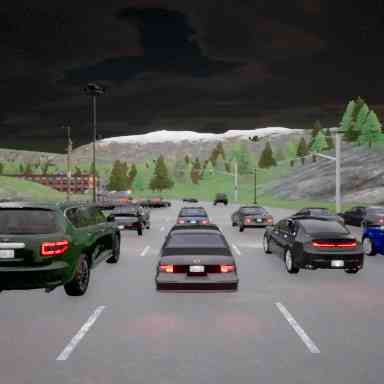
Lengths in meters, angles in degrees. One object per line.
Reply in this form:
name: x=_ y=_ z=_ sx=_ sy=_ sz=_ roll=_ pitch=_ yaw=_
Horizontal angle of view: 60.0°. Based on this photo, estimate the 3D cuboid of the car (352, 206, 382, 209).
car: x=10.528 y=1.547 z=20.036 sx=2.033 sy=1.411 sz=5.357 roll=0 pitch=0 yaw=-1

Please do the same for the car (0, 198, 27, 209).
car: x=-26.217 y=1.547 z=46.370 sx=5.357 sy=1.411 sz=2.033 roll=0 pitch=0 yaw=-1

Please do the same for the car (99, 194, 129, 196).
car: x=-11.857 y=1.351 z=52.177 sx=4.553 sy=1.767 sz=2.097 roll=0 pitch=0 yaw=-32

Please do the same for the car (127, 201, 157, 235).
car: x=-3.453 y=1.492 z=18.611 sx=2.128 sy=1.511 sz=4.902 roll=0 pitch=0 yaw=0

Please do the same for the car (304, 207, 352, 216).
car: x=7.039 y=1.564 z=19.064 sx=1.994 sy=1.385 sz=4.181 roll=0 pitch=0 yaw=0

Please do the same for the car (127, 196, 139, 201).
car: x=-8.819 y=1.492 z=37.202 sx=4.902 sy=1.511 sz=2.128 roll=0 pitch=0 yaw=-16

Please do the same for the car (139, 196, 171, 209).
car: x=-5.068 y=1.601 z=43.095 sx=4.718 sy=1.301 sz=1.895 roll=0 pitch=0 yaw=-36

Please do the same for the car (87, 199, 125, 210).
car: x=-11.341 y=1.601 z=43.899 sx=4.718 sy=1.301 sz=1.895 roll=0 pitch=0 yaw=-14

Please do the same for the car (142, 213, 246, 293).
car: x=0.085 y=1.547 z=9.000 sx=2.033 sy=1.411 sz=5.357 roll=0 pitch=0 yaw=0

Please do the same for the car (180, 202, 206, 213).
car: x=0.050 y=1.547 z=19.070 sx=2.033 sy=1.411 sz=5.357 roll=0 pitch=0 yaw=0

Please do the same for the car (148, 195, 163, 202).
car: x=-8.652 y=1.500 z=78.770 sx=1.837 sy=1.490 sz=4.892 roll=0 pitch=0 yaw=-27

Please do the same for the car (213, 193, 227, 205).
car: x=4.928 y=1.223 z=58.341 sx=2.150 sy=2.045 sz=5.566 roll=1 pitch=0 yaw=1

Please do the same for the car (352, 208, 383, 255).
car: x=7.079 y=1.478 z=10.076 sx=1.882 sy=1.535 sz=5.008 roll=0 pitch=0 yaw=0

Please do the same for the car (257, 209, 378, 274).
car: x=3.580 y=1.505 z=10.592 sx=1.837 sy=1.490 sz=4.892 roll=0 pitch=0 yaw=0

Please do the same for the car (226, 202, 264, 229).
car: x=3.527 y=1.547 z=20.085 sx=2.033 sy=1.411 sz=5.357 roll=0 pitch=0 yaw=-1

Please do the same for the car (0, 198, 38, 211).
car: x=-21.122 y=1.504 z=39.436 sx=4.892 sy=1.490 sz=1.837 roll=0 pitch=0 yaw=-1

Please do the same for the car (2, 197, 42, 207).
car: x=-25.501 y=1.478 z=49.879 sx=5.008 sy=1.535 sz=1.882 roll=0 pitch=0 yaw=-1

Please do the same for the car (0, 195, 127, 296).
car: x=-3.417 y=1.221 z=8.757 sx=2.150 sy=2.045 sz=5.566 roll=0 pitch=0 yaw=0

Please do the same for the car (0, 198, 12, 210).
car: x=-26.013 y=1.525 z=42.870 sx=4.674 sy=1.442 sz=1.812 roll=0 pitch=0 yaw=-1

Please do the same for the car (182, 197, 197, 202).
car: x=-0.627 y=1.601 z=68.059 sx=1.895 sy=1.301 sz=4.718 roll=0 pitch=0 yaw=-19

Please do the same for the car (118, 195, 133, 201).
car: x=-17.082 y=1.524 z=85.488 sx=1.812 sy=1.442 sz=4.674 roll=0 pitch=0 yaw=-41
